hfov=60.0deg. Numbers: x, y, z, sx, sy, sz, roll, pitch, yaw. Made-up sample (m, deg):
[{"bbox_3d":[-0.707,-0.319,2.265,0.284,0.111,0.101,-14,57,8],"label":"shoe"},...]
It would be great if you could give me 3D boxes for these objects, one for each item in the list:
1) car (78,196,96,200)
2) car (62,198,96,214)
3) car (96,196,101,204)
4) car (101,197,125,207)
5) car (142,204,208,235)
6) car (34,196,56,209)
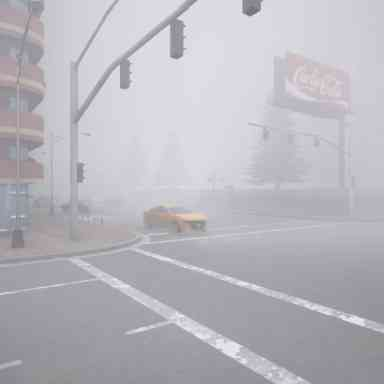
[{"bbox_3d":[-18.260,1.547,55.348,2.033,1.411,5.357,0,0,-36],"label":"car"},{"bbox_3d":[-11.861,1.601,34.253,1.895,1.301,4.718,0,0,-36],"label":"car"},{"bbox_3d":[-17.642,1.526,60.448,1.812,1.442,4.674,0,0,-37],"label":"car"},{"bbox_3d":[-12.290,1.505,53.071,1.837,1.490,4.892,0,0,-36],"label":"car"},{"bbox_3d":[-1.096,1.478,19.396,1.882,1.535,5.008,0,0,-36],"label":"car"},{"bbox_3d":[-20.463,1.351,46.182,2.097,1.767,4.553,0,0,-36],"label":"car"}]
